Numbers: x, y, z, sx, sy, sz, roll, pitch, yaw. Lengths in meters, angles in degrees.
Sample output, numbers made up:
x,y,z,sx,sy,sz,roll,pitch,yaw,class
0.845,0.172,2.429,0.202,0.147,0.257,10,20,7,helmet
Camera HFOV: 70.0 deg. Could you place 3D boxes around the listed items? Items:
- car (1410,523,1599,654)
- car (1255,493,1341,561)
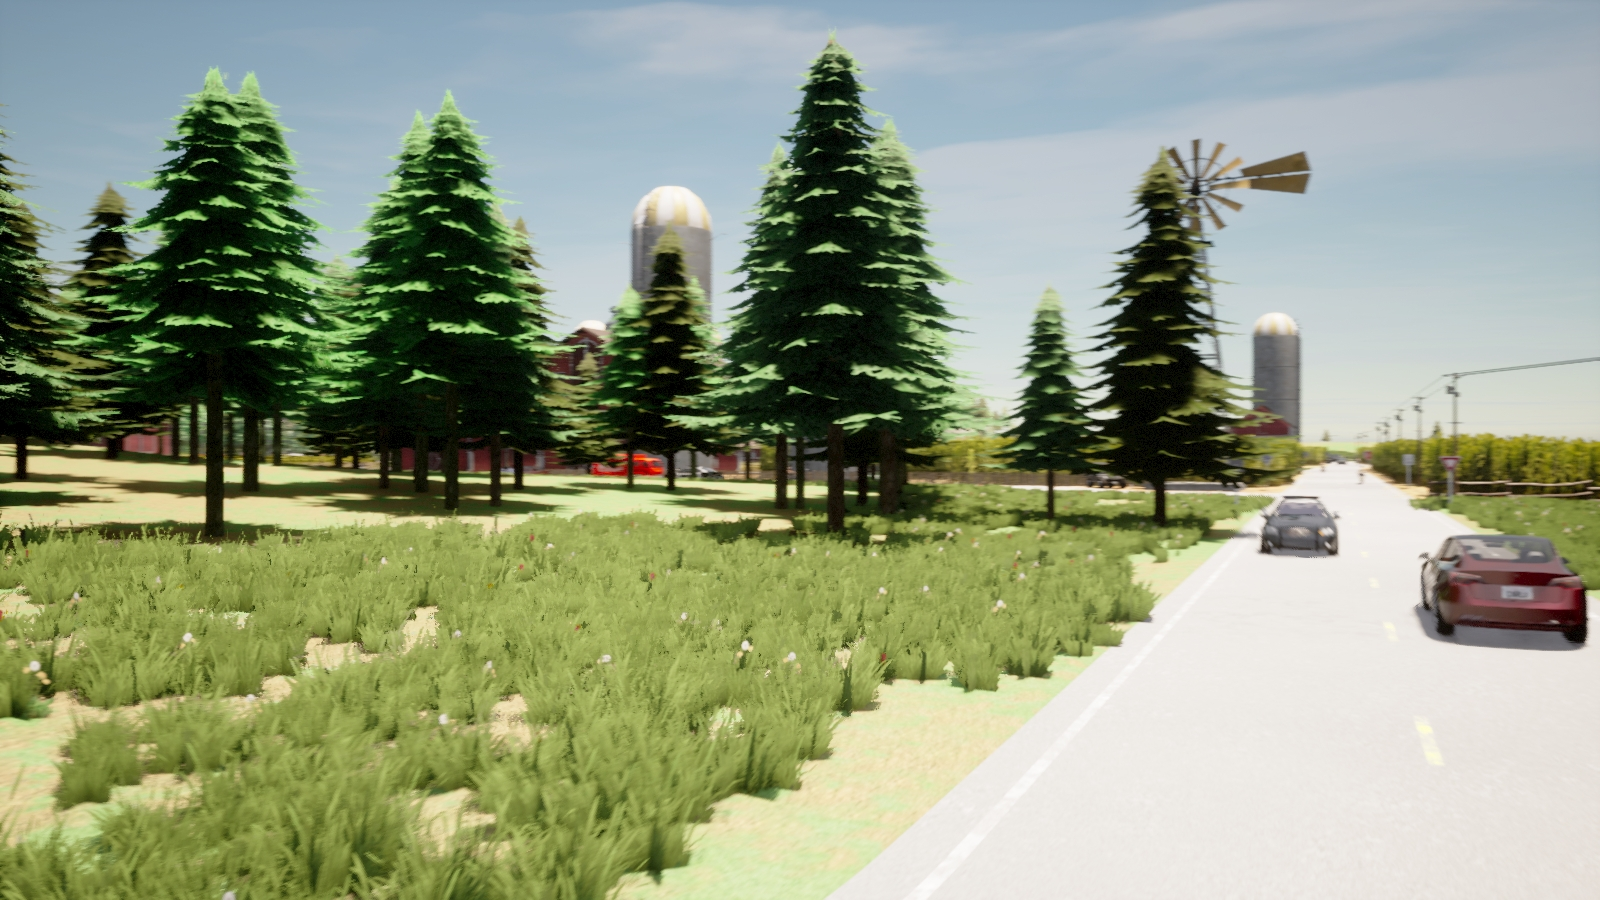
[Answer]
x,y,z,sx,sy,sz,roll,pitch,yaw,class
11.151,2.077,18.341,2.163,1.488,4.792,0,0,25,car
14.004,2.068,32.012,2.038,1.542,4.974,0,0,25,car
